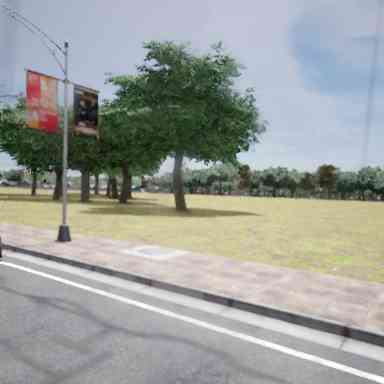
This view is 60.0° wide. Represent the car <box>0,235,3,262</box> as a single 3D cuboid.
[{"bbox_3d":[-6.637,1.208,8.389,4.902,1.511,2.128,2,1,36],"label":"car"}]
